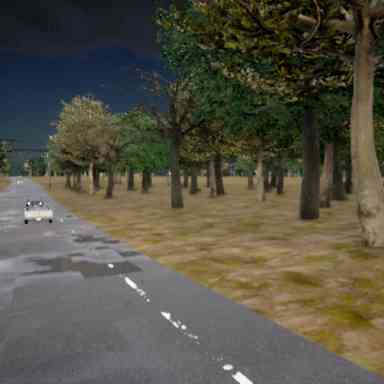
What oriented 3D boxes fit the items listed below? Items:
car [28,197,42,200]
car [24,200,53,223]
[{"bbox_3d":[-18.962,1.295,40.119,1.895,1.301,4.718,-1,2,-26],"label":"car"},{"bbox_3d":[-11.961,1.608,25.838,1.895,1.301,4.718,-1,1,-26],"label":"car"}]
